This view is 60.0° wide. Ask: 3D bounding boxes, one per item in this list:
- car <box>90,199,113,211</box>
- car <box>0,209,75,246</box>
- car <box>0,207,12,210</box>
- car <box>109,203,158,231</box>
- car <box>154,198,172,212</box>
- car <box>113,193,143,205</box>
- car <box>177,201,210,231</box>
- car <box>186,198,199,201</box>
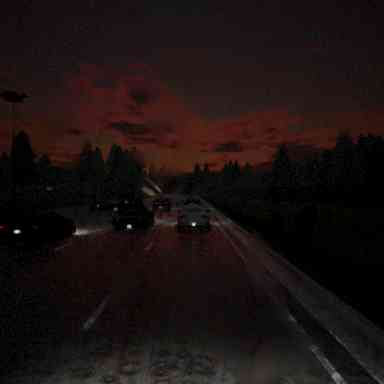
[{"bbox_3d":[-10.405,1.494,38.839,1.994,1.385,4.181,0,0,0],"label":"car"},{"bbox_3d":[-6.902,1.537,15.161,1.994,1.385,4.181,0,0,0],"label":"car"},{"bbox_3d":[-10.402,1.516,17.694,2.033,1.411,5.357,0,0,0],"label":"car"},{"bbox_3d":[-3.402,1.565,20.262,1.895,1.301,4.718,0,0,0],"label":"car"},{"bbox_3d":[-3.404,1.424,38.130,2.128,1.511,4.902,0,0,0],"label":"car"},{"bbox_3d":[-6.904,1.155,37.499,2.150,2.045,5.566,0,0,0],"label":"car"},{"bbox_3d":[0.085,1.490,20.066,1.812,1.442,4.674,0,0,0],"label":"car"},{"bbox_3d":[0.096,1.437,38.193,1.837,1.490,4.892,0,0,0],"label":"car"}]
